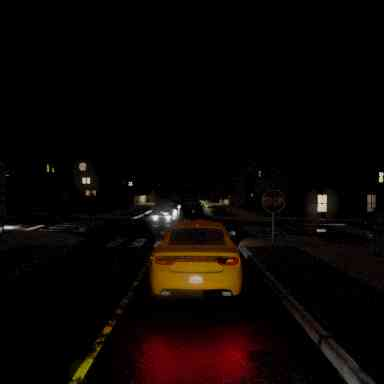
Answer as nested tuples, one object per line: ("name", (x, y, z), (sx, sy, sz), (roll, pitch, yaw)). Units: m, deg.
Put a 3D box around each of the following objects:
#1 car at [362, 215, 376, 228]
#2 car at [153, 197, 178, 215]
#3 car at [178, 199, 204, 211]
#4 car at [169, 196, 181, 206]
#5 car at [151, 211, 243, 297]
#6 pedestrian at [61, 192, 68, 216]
("car", (13.777, 1.807, 21.885), (4.674, 1.442, 1.812), (1, 1, 1))
("car", (-2.873, 1.539, 34.430), (2.033, 1.411, 5.357), (0, 0, 0))
("car", (-0.024, 1.471, 30.541), (1.882, 1.535, 5.008), (-1, 0, -3))
("car", (-2.864, 1.503, 56.297), (1.812, 1.442, 4.674), (0, 0, 0))
("car", (0.148, 1.475, 8.634), (1.882, 1.535, 5.008), (0, 0, 2))
("pedestrian", (-9.695, 0.862, 25.144), (0.375, 1.860, 0.375), (0, 0, 1))
